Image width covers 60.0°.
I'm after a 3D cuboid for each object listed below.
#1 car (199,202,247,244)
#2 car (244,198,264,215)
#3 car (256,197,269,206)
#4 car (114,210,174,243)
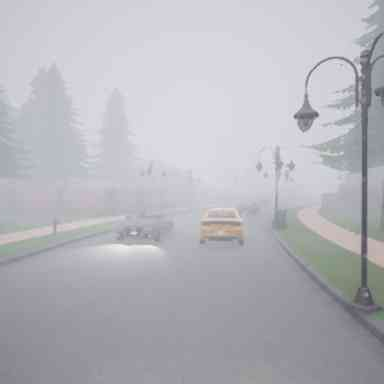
[{"bbox_3d":[1.506,1.487,15.879,1.882,1.535,5.008,0,0,8],"label":"car"},{"bbox_3d":[5.920,1.629,34.268,1.895,1.301,4.718,0,0,18],"label":"car"},{"bbox_3d":[11.144,1.556,54.523,1.837,1.490,4.892,0,0,31],"label":"car"},{"bbox_3d":[-2.173,1.560,16.172,1.994,1.385,4.181,0,0,9],"label":"car"}]
